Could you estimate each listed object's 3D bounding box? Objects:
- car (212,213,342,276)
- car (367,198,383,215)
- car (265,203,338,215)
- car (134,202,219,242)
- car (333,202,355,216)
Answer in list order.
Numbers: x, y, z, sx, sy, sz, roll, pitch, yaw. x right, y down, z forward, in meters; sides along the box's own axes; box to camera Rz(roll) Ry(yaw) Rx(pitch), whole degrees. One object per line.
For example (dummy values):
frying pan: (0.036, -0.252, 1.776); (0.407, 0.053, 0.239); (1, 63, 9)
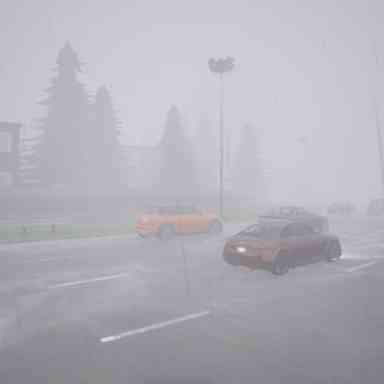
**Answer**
car: (2.926, 1.575, 10.506); (4.181, 1.385, 1.994); (0, 0, -39)
car: (18.718, 1.385, 32.868); (2.097, 1.767, 4.553); (0, 0, 34)
car: (5.339, 1.509, 17.271); (4.902, 1.511, 2.128); (0, 0, -43)
car: (-0.545, 1.371, 16.739); (4.553, 1.767, 2.097); (0, 0, -40)
car: (15.234, 1.635, 33.714); (1.895, 1.301, 4.718); (0, 0, 35)
